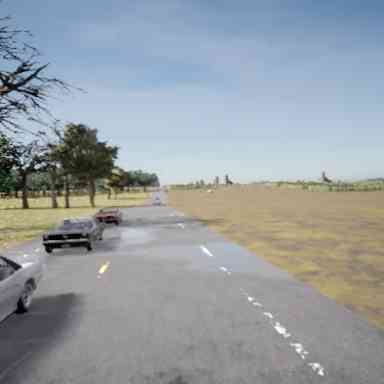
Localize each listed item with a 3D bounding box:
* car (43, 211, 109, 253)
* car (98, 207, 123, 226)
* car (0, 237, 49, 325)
[{"bbox_3d":[-5.204,1.818,15.170,1.895,1.301,4.718,-3,0,-7],"label":"car"},{"bbox_3d":[-6.510,1.896,25.959,1.895,1.301,4.718,-3,0,-7],"label":"car"},{"bbox_3d":[-3.987,1.770,5.143,1.895,1.301,4.718,-3,0,-7],"label":"car"}]
